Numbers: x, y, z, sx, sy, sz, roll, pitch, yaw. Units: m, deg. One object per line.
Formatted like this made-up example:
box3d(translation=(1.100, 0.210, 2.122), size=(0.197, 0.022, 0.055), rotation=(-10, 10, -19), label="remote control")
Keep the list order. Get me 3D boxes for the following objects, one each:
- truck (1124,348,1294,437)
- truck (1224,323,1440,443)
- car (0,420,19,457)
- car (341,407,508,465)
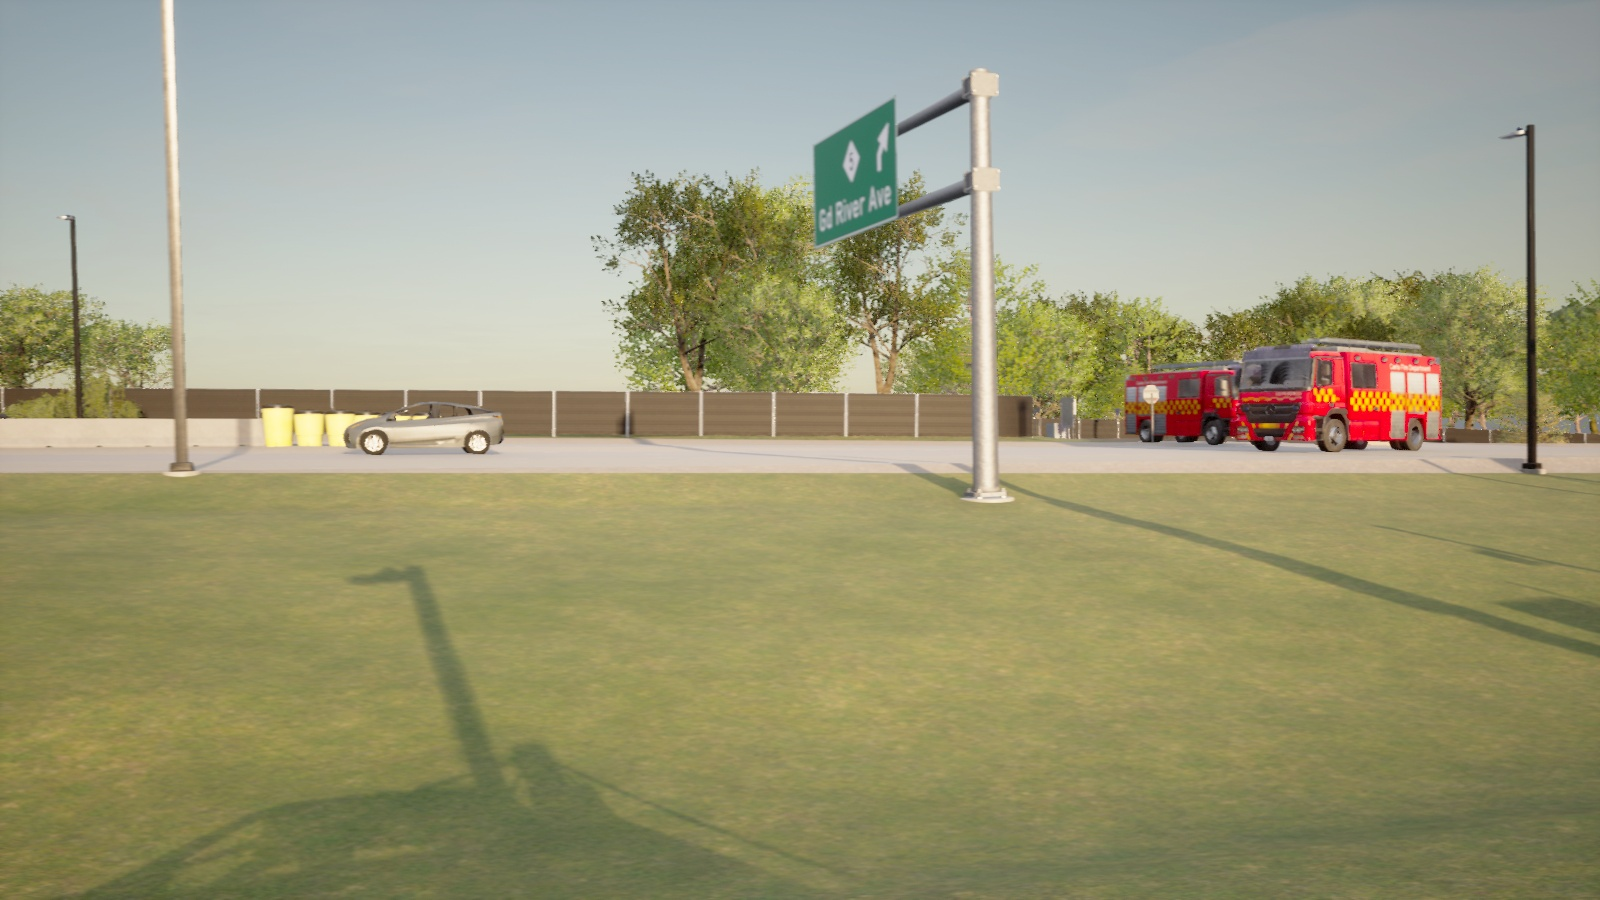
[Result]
box3d(translation=(18.859, -2.592, 58.583), size=(2.891, 3.827, 8.468), rotation=(-2, 1, -20), label="truck")
box3d(translation=(18.643, -2.266, 43.719), size=(8.468, 3.827, 2.891), rotation=(-2, 1, -36), label="truck")
box3d(translation=(-33.565, -0.430, 48.752), size=(5.357, 1.411, 2.033), rotation=(0, 2, 7), label="car")
box3d(translation=(-10.899, -0.428, 36.454), size=(4.514, 1.525, 2.007), rotation=(-2, 1, -19), label="car")
